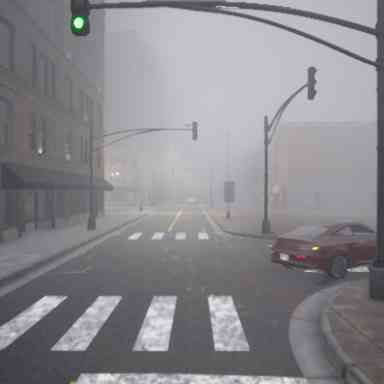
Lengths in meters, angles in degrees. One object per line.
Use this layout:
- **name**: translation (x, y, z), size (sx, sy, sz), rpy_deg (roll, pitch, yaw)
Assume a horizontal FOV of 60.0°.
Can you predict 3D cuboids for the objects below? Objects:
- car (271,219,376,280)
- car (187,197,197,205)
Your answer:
- **car**: translation (4.470, 1.544, 9.952), size (4.674, 1.442, 1.812), rpy_deg (0, -1, -29)
- **car**: translation (-0.019, 1.759, 65.577), size (1.812, 1.442, 4.674), rpy_deg (0, 0, 0)
